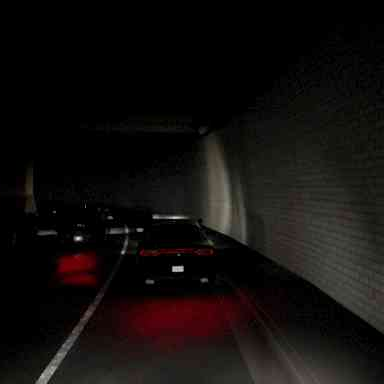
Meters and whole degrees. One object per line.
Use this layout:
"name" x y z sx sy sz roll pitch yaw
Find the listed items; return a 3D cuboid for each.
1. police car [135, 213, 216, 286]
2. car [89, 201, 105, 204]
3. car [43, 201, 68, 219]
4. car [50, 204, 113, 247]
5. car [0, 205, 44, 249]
"police car" -0.570 1.424 9.605 1.930 1.638 5.238 0 0 -6
"car" -8.737 1.563 30.495 2.033 1.411 5.357 0 0 -20
"car" -12.017 1.485 29.275 1.882 1.535 5.008 0 0 -20
"car" -4.737 1.517 15.039 1.837 1.490 4.892 0 0 -10
"car" -8.187 1.517 14.453 1.837 1.490 4.892 0 0 -10
